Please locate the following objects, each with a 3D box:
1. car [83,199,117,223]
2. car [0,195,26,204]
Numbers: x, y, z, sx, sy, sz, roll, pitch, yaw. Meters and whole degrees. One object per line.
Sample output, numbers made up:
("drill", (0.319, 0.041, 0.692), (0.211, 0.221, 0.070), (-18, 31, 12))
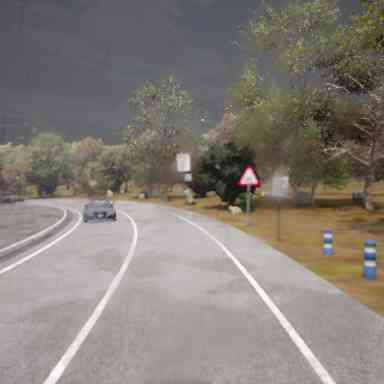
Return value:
("car", (-6.009, 1.167, 21.734), (1.994, 1.385, 4.181), (-2, 2, -16))
("car", (-30.069, 1.240, 55.690), (5.357, 1.411, 2.033), (-2, 4, 35))
